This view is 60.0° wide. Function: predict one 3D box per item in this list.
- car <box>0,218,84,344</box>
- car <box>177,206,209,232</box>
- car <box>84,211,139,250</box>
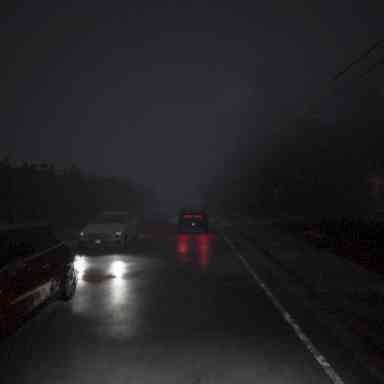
[{"bbox_3d":[-3.598,1.378,5.409,2.097,1.767,4.553,0,0,0],"label":"car"},{"bbox_3d":[0.066,1.593,20.936,2.128,1.511,4.902,0,0,0],"label":"car"},{"bbox_3d":[-3.523,1.598,14.802,1.812,1.442,4.674,0,0,0],"label":"car"}]
